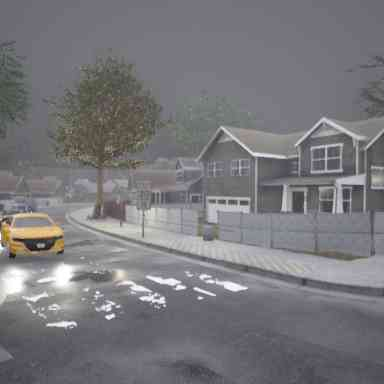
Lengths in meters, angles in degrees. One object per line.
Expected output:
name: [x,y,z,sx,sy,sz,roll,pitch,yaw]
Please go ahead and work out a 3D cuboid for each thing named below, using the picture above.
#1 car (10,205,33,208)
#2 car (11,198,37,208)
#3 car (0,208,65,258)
car: [-12.520,1.868,23.567,1.895,1.301,4.718,1,-1,-27]
car: [-18.046,1.631,35.808,2.150,2.045,5.566,1,-1,-20]
car: [-6.670,1.632,13.759,1.882,1.535,5.008,1,-1,-33]
